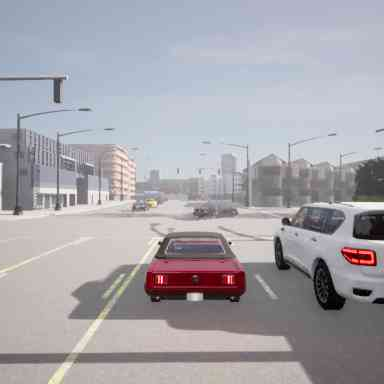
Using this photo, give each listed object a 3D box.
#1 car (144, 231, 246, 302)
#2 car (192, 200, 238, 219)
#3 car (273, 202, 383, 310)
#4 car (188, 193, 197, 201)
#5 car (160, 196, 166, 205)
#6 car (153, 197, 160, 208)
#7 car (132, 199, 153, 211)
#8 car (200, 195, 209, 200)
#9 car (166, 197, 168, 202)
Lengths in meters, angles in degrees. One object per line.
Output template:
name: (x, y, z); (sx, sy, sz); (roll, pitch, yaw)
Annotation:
car: (0.072, 1.617, 8.246); (1.895, 1.301, 4.718); (0, 0, 0)
car: (2.294, 1.767, 31.633); (2.033, 1.411, 5.357); (-1, -1, 40)
car: (3.566, 1.234, 7.953); (2.150, 2.045, 5.566); (0, 0, 0)
car: (0.031, 1.391, 88.922); (2.150, 2.045, 5.566); (0, -1, 0)
car: (-6.978, 1.817, 68.755); (1.837, 1.490, 4.892); (0, 1, 0)
car: (-7.065, 1.890, 56.231); (1.882, 1.535, 5.008); (0, 1, 0)
car: (-7.077, 1.856, 46.035); (2.128, 1.511, 4.902); (0, 0, 1)
car: (3.531, 1.525, 89.274); (2.097, 1.767, 4.553); (0, -1, 0)
car: (-6.972, 1.689, 80.941); (2.128, 1.511, 4.902); (0, 1, 0)
